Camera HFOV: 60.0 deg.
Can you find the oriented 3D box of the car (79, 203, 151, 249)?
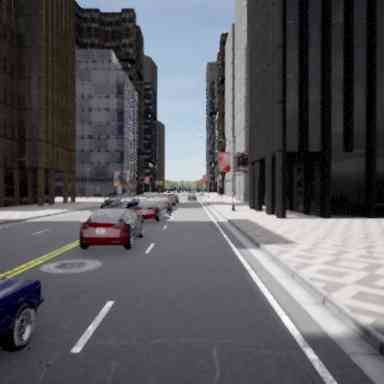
[{"bbox_3d":[-3.250,1.424,14.171,2.163,1.488,4.792,0,0,0],"label":"car"}]

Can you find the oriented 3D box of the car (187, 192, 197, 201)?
[{"bbox_3d":[0.002,1.104,70.455,1.812,1.442,4.674,0,0,0],"label":"car"}]

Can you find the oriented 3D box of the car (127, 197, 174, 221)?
[{"bbox_3d":[-3.086,1.360,25.590,2.163,1.488,4.792,0,0,6],"label":"car"}]

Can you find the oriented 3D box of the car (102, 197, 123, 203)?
[{"bbox_3d":[-9.828,1.333,41.178,1.994,1.385,4.181,0,0,0],"label":"car"}]

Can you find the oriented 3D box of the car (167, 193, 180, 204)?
[{"bbox_3d":[-3.248,1.097,58.140,2.033,1.649,4.856,0,0,0],"label":"car"}]

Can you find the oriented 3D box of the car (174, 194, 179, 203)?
[{"bbox_3d":[-3.249,1.334,47.171,1.895,1.301,4.718,0,0,0],"label":"car"}]

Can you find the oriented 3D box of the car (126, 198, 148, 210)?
[{"bbox_3d":[-6.583,1.374,40.309,1.895,1.301,4.718,0,0,0],"label":"car"}]

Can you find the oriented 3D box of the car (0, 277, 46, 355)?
[{"bbox_3d":[-3.251,1.582,3.171,1.895,1.301,4.718,0,0,0],"label":"car"}]

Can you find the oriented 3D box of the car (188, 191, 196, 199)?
[{"bbox_3d":[0.003,0.754,85.891,2.097,1.767,4.553,0,0,0],"label":"car"}]

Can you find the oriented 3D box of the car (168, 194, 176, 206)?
[{"bbox_3d":[-3.249,1.300,36.171,2.163,1.488,4.792,0,0,0],"label":"car"}]
